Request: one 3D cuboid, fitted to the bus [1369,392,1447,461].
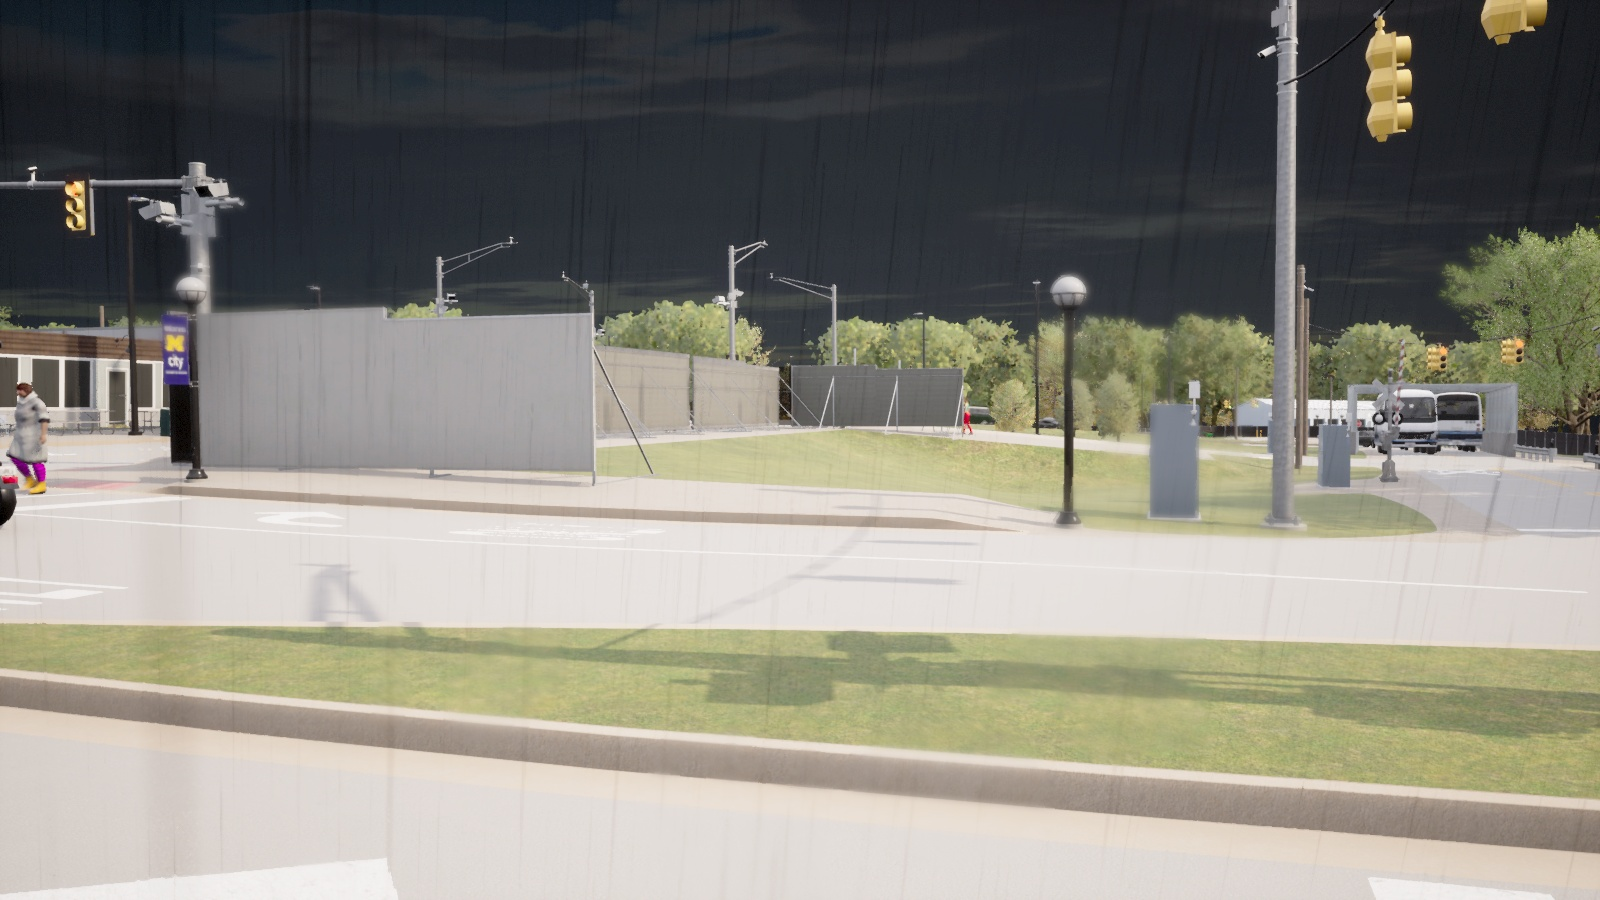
[{"bbox_3d":[40.328,-1.553,83.600,3.944,4.253,10.273,1,1,22],"label":"bus"}]

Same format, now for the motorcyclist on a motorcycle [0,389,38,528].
[{"bbox_3d":[-10.607,0.053,15.366,2.350,1.649,0.766,2,2,15],"label":"motorcyclist on a motorcycle"}]

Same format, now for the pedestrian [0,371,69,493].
[{"bbox_3d":[-12.645,-0.310,20.608,0.659,1.952,0.873,1,3,30],"label":"pedestrian"}]

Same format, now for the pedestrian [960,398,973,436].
[{"bbox_3d":[8.137,-1.606,61.309,0.594,1.836,0.345,1,3,18],"label":"pedestrian"}]
